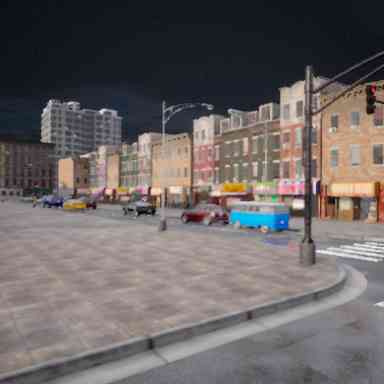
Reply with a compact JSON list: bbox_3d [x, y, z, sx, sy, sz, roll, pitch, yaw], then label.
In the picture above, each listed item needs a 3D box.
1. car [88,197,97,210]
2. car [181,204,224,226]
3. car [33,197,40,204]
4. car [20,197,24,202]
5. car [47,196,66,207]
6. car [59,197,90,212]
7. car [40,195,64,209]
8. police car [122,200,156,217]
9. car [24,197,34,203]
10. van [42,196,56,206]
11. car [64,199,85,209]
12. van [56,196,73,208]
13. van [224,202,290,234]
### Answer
[{"bbox_3d":[-15.105,1.593,47.264,2.192,1.841,5.009,1,0,-36],"label":"car"},{"bbox_3d":[0.904,1.634,25.055,1.967,1.590,4.097,1,0,-36],"label":"car"},{"bbox_3d":[-31.214,1.891,69.609,1.752,1.417,4.829,1,0,-36],"label":"car"},{"bbox_3d":[-40.820,1.943,82.934,1.752,1.417,4.829,1,0,-36],"label":"car"},{"bbox_3d":[-24.710,1.646,60.589,2.192,1.841,5.009,1,0,-36],"label":"car"},{"bbox_3d":[-15.317,1.718,43.128,1.882,1.535,5.008,1,-1,-35],"label":"car"},{"bbox_3d":[-21.220,1.494,51.243,2.150,2.045,5.566,1,-1,-36],"label":"car"},{"bbox_3d":[-5.549,1.653,34.203,1.930,1.638,5.238,1,-1,-36],"label":"police car"},{"bbox_3d":[-37.518,1.840,78.355,1.967,1.590,4.097,1,0,-36],"label":"car"},{"bbox_3d":[-27.912,1.689,65.030,1.690,1.788,3.998,1,0,-36],"label":"van"},{"bbox_3d":[-18.308,1.846,51.704,2.008,1.369,4.403,1,0,-36],"label":"car"},{"bbox_3d":[-21.508,1.654,56.147,1.690,1.788,3.998,1,0,-36],"label":"van"},{"bbox_3d":[4.106,1.520,20.614,1.690,1.788,3.998,1,0,-36],"label":"van"}]
